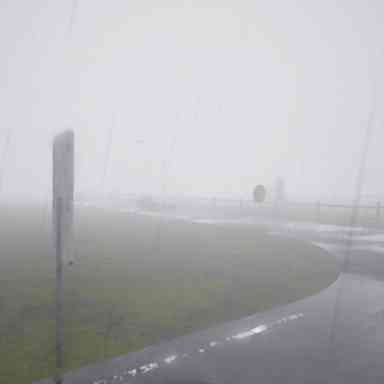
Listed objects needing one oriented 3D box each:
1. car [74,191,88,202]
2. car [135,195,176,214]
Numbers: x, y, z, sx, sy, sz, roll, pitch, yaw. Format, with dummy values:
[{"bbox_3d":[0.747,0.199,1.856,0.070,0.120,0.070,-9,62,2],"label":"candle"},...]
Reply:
[{"bbox_3d":[-16.250,0.672,47.248,1.837,1.490,4.892,0,0,-35],"label":"car"},{"bbox_3d":[-3.236,1.017,28.919,1.882,1.535,5.008,0,1,-36],"label":"car"}]
